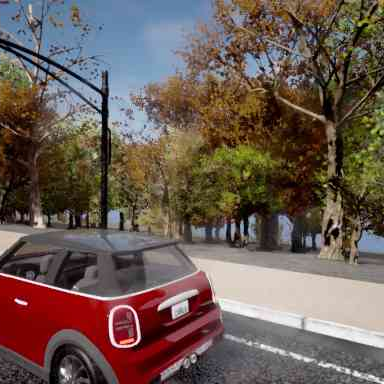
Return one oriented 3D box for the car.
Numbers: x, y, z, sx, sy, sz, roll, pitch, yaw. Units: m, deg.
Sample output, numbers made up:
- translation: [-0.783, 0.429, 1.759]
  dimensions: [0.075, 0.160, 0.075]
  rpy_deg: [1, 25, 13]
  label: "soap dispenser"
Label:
- translation: [-1.861, 1.351, 5.012]
  dimensions: [4.553, 1.767, 2.097]
  rpy_deg: [0, 0, 36]
  label: "car"
